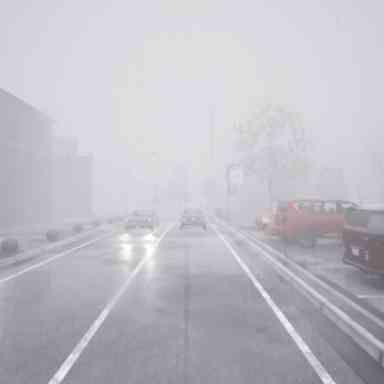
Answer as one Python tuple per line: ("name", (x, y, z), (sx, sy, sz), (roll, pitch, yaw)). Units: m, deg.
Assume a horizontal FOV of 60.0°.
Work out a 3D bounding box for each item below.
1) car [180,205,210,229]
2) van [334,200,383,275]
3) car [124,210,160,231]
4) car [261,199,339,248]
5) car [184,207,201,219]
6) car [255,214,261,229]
("car", (0.075, 1.894, 24.128), (2.033, 1.411, 5.357), (0, -2, 0))
("van", (6.389, 1.289, 8.616), (4.442, 1.987, 1.878), (0, -1, 0))
("car", (-3.363, 1.911, 22.835), (1.895, 1.301, 4.718), (0, -2, 0))
("car", (6.258, 1.330, 14.808), (5.566, 2.045, 2.435), (0, -1, 0))
("car", (0.061, 2.514, 40.729), (1.994, 1.385, 4.181), (0, -2, 0))
("car", (6.204, 1.628, 17.721), (5.008, 1.535, 2.097), (0, -1, -1))
